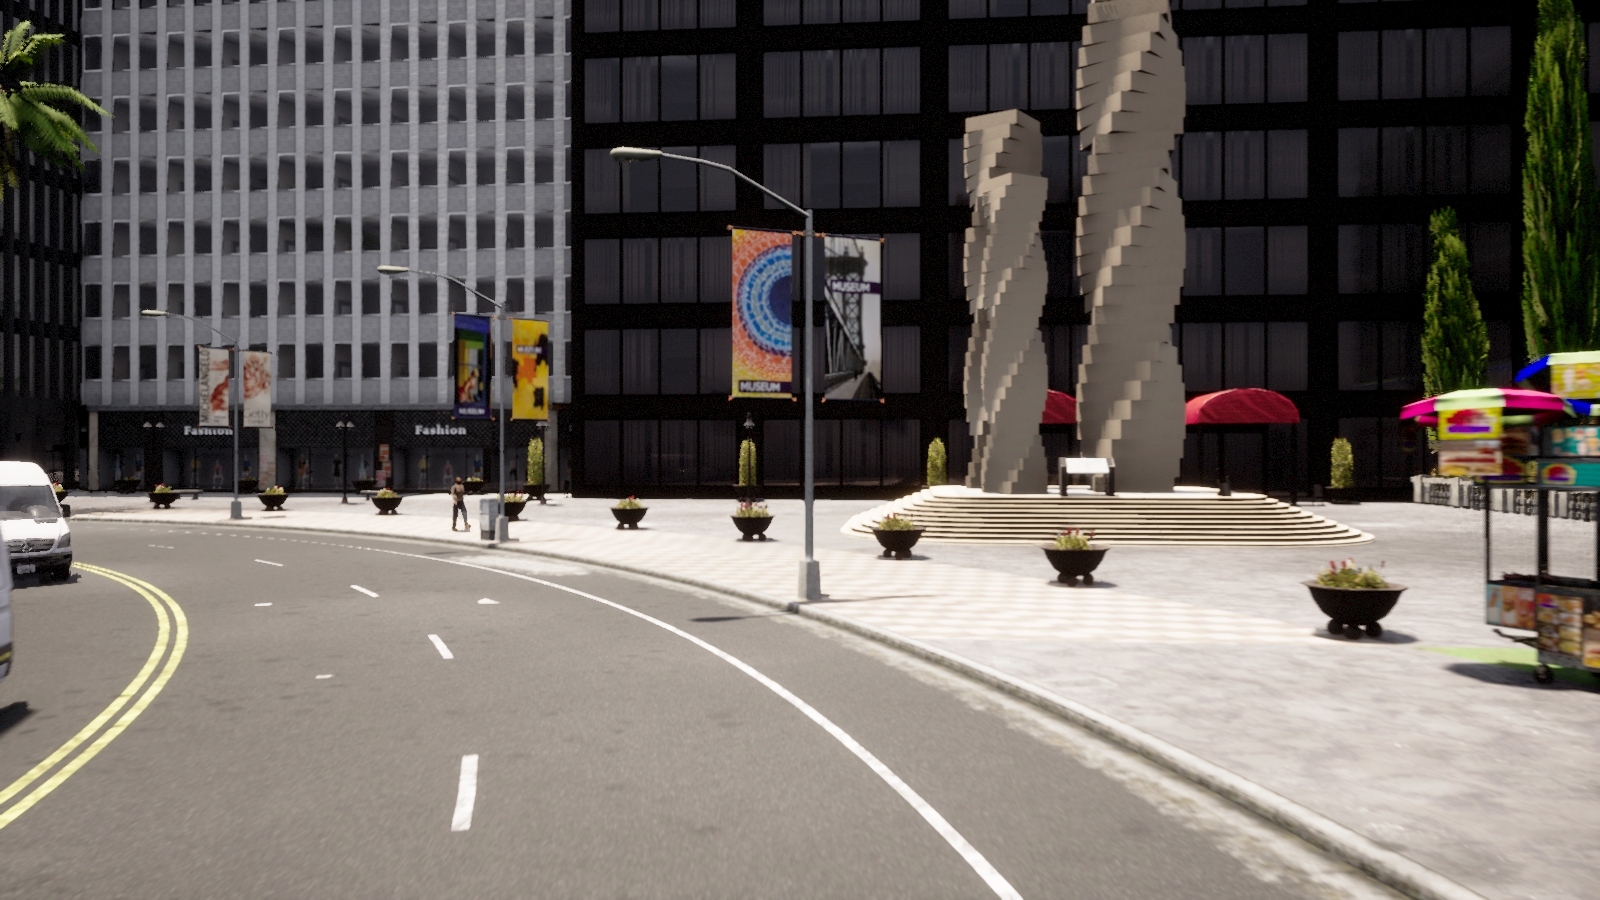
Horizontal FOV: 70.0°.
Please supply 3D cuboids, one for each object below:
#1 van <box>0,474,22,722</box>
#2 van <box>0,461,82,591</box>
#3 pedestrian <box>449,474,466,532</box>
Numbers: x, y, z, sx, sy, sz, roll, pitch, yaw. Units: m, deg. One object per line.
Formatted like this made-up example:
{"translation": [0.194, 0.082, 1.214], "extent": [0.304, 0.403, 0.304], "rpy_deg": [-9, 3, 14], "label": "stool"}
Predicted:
{"translation": [-8.522, 1.536, 9.347], "extent": [1.988, 2.561, 5.915], "rpy_deg": [0, 0, -18], "label": "van"}
{"translation": [-17.888, 1.537, 25.241], "extent": [5.915, 2.561, 1.988], "rpy_deg": [0, 0, 43], "label": "van"}
{"translation": [-11.053, 1.698, 36.859], "extent": [0.375, 1.860, 0.375], "rpy_deg": [0, 0, -45], "label": "pedestrian"}
